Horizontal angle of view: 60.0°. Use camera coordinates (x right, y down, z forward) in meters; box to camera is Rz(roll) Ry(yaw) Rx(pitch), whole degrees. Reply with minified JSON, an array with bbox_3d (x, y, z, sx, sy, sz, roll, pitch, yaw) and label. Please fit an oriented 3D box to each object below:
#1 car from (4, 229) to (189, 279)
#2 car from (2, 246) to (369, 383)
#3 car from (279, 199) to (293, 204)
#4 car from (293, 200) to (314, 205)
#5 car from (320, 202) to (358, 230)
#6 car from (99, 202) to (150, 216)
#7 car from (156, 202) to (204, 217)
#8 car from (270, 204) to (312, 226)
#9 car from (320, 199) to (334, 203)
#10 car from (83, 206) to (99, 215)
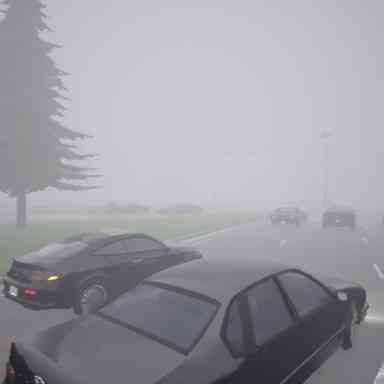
[{"bbox_3d":[-1.615,1.567,7.531,1.812,1.442,4.674,1,0,40],"label":"car"},{"bbox_3d":[0.601,1.578,4.246,2.033,1.411,5.357,0,0,42],"label":"car"},{"bbox_3d":[19.348,2.063,67.257,1.812,1.442,4.674,0,0,40],"label":"car"},{"bbox_3d":[22.095,2.135,65.087,1.895,1.301,4.718,0,0,40],"label":"car"},{"bbox_3d":[10.235,1.679,22.869,1.882,1.535,5.008,0,0,29],"label":"car"},{"bbox_3d":[-6.866,1.794,34.973,4.718,1.301,1.895,1,0,-37],"label":"car"},{"bbox_3d":[-1.166,1.770,34.991,5.357,1.411,2.033,1,0,-40],"label":"car"},{"bbox_3d":[7.436,1.803,25.081,1.895,1.301,4.718,0,0,29],"label":"car"},{"bbox_3d":[26.416,2.111,64.806,1.994,1.385,4.181,0,0,40],"label":"car"},{"bbox_3d":[-9.607,1.795,37.261,4.718,1.301,1.895,1,0,-37],"label":"car"}]
